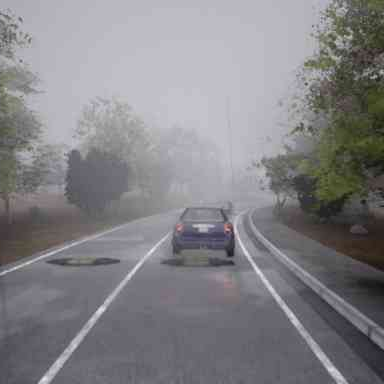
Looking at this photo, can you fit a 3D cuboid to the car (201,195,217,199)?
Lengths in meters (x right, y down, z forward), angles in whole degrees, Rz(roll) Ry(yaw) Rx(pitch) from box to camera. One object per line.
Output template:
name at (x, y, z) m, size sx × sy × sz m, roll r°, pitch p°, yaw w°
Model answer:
car at (2.400, 1.227, 44.569) m, size 2.097 × 1.767 × 4.553 m, roll 1°, pitch 1°, yaw 17°

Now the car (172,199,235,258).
car at (0.472, 1.288, 12.896) m, size 2.097 × 1.767 × 4.553 m, roll 0°, pitch -1°, yaw 3°

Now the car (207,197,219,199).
car at (3.110, 1.502, 32.875) m, size 2.033 × 1.411 × 5.357 m, roll 1°, pitch 0°, yaw 12°
